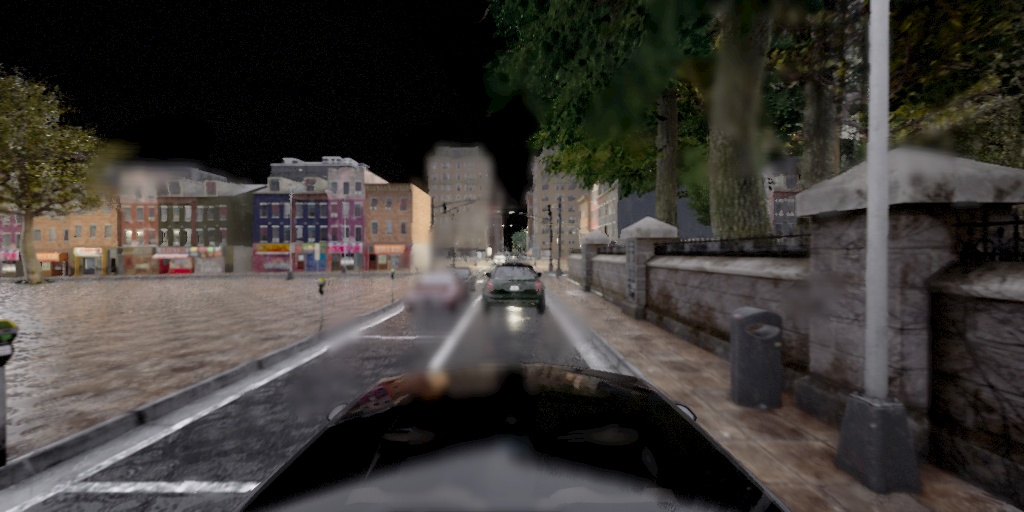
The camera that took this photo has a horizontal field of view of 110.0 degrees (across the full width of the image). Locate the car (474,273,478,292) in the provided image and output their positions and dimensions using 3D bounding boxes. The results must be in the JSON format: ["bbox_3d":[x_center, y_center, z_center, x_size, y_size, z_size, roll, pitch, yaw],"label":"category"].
[{"bbox_3d":[-2.640,1.191,17.054,1.948,1.339,4.313,0,0,0],"label":"car"}]

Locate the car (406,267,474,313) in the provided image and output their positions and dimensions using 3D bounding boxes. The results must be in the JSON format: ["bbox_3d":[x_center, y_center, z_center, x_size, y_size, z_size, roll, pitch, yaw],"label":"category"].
[{"bbox_3d":[-2.639,1.237,13.391,1.802,1.307,4.207,0,0,0],"label":"car"}]

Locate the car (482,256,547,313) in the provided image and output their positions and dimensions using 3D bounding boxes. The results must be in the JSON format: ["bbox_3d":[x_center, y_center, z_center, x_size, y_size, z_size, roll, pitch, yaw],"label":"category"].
[{"bbox_3d":[0.072,1.007,13.499,2.097,1.767,4.553,0,0,0],"label":"car"}]
